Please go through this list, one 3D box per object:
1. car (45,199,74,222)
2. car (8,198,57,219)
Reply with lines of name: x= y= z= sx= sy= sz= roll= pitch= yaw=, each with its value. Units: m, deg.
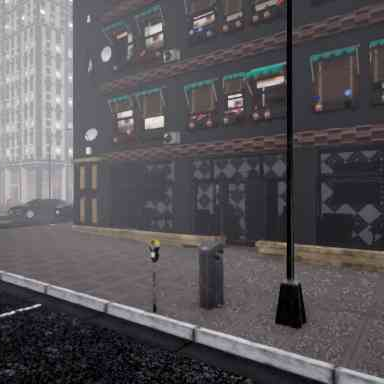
car: x=-7.349 y=1.279 z=22.815 sx=1.947 sy=1.339 sz=4.313 roll=1 pitch=1 yaw=35
car: x=-11.913 y=1.239 z=26.411 sx=1.837 sy=1.490 sz=4.892 roll=0 pitch=1 yaw=35
